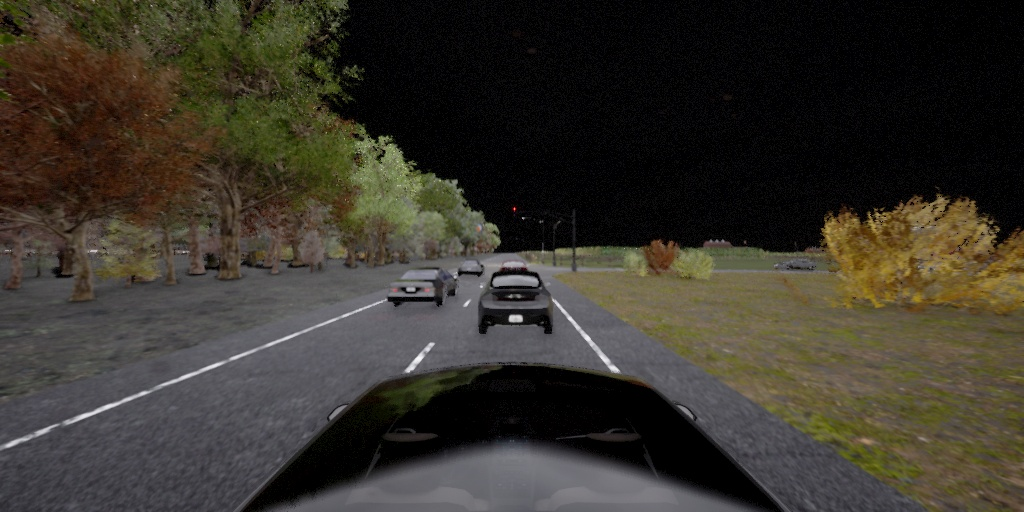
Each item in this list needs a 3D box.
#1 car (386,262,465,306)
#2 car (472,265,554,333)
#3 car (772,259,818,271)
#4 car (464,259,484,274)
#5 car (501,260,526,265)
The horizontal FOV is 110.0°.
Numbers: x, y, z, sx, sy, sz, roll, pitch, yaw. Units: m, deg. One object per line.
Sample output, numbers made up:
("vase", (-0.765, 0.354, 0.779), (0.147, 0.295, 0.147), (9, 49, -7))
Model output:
("car", (-3.400, 1.137, 14.561), (2.033, 1.411, 5.357), (0, 1, 0))
("car", (0.096, 1.145, 10.336), (1.837, 1.490, 4.892), (0, 0, 0))
("car", (35.904, 1.134, 45.550), (4.902, 1.511, 2.128), (1, 0, 1))
("car", (-3.402, 0.956, 30.381), (1.994, 1.385, 4.181), (0, 1, 0))
("car", (0.101, 0.963, 22.921), (1.882, 1.535, 5.008), (0, 1, 0))
